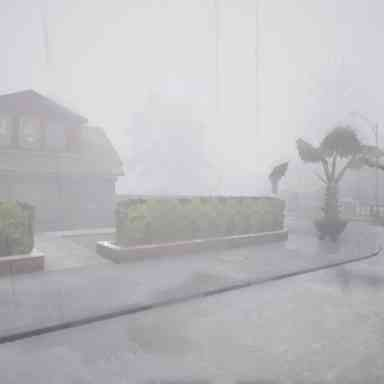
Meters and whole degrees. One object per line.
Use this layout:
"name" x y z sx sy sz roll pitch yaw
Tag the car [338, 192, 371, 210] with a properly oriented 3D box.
"car" 17.391 0.985 36.217 3.866 1.878 1.905 0 0 0
